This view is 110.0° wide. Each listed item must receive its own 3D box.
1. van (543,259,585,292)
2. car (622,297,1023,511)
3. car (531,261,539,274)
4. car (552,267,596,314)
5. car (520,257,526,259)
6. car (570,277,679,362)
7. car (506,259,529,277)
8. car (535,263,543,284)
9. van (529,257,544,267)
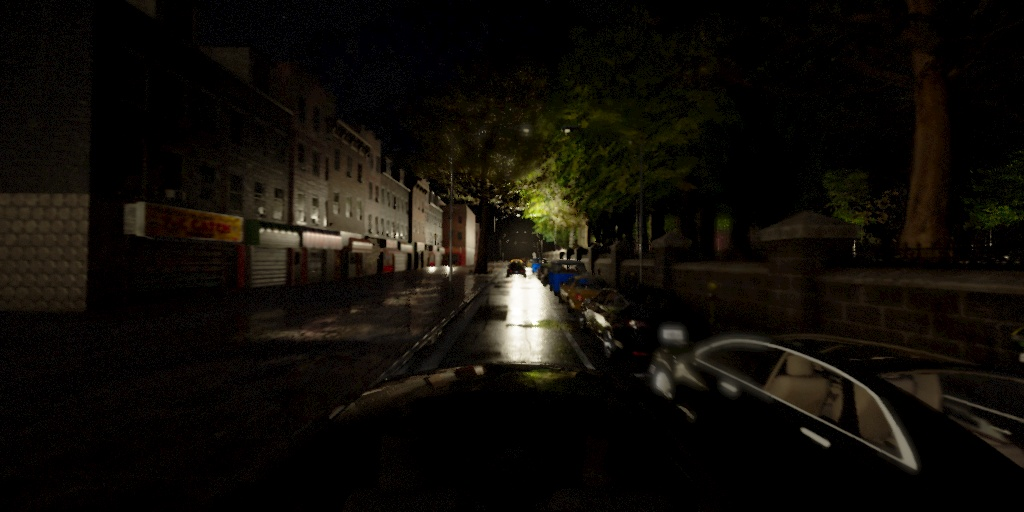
[{"bbox_3d":[2.801,1.113,18.943,1.690,1.789,3.998,0,0,1],"label":"van"},{"bbox_3d":[2.636,1.326,3.058,2.007,1.370,4.403,0,0,1],"label":"car"},{"bbox_3d":[2.920,1.326,29.842,2.007,1.370,4.403,0,0,1],"label":"car"},{"bbox_3d":[2.743,1.298,13.665,1.751,1.417,4.829,0,0,1],"label":"car"},{"bbox_3d":[0.608,1.249,49.815,1.882,1.535,5.008,1,0,1],"label":"car"},{"bbox_3d":[2.682,1.339,8.046,1.948,1.339,4.313,0,0,1],"label":"car"},{"bbox_3d":[0.442,1.280,34.865,1.812,1.442,4.674,1,0,1],"label":"car"},{"bbox_3d":[2.860,1.339,24.393,1.948,1.339,4.313,0,0,1],"label":"car"},{"bbox_3d":[3.039,1.126,40.740,1.690,1.789,3.998,0,0,1],"label":"van"}]
